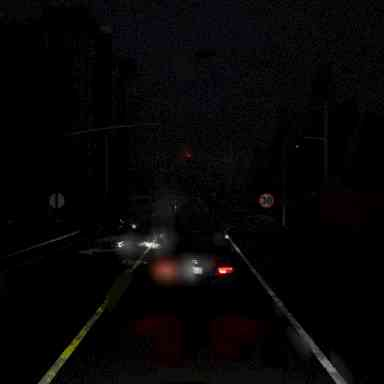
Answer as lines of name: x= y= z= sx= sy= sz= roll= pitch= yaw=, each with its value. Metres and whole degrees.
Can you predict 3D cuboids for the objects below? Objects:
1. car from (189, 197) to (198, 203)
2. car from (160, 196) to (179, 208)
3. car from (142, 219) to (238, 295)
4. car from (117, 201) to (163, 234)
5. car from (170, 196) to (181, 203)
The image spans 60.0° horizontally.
car: x=0.244 y=1.601 z=69.643 sx=1.895 sy=1.301 sz=4.718 roll=0 pitch=0 yaw=0
car: x=-3.495 y=1.491 z=48.300 sx=2.128 sy=1.511 sz=4.902 roll=0 pitch=0 yaw=0
car: x=0.077 y=1.547 z=8.870 sx=2.033 sy=1.411 sz=5.357 roll=0 pitch=0 yaw=0
car: x=-2.982 y=1.506 z=19.386 sx=1.837 sy=1.490 sz=4.892 roll=3 pitch=0 yaw=-1
car: x=-3.359 y=1.547 z=68.884 sx=2.033 sy=1.411 sz=5.357 roll=0 pitch=0 yaw=0
